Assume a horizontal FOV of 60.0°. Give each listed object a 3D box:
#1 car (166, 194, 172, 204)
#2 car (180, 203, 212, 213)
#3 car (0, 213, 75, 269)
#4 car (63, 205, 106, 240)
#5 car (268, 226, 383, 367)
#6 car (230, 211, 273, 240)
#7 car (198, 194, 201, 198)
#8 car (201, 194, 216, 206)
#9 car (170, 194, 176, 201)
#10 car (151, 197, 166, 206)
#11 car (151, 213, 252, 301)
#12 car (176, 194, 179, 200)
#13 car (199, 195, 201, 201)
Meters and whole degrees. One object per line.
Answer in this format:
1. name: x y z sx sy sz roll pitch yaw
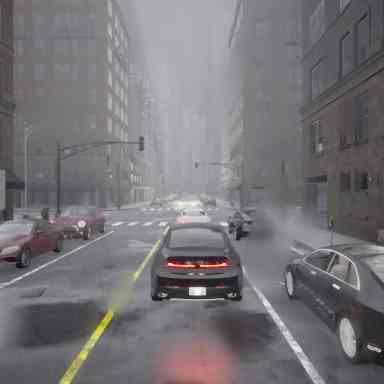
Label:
1. car: -5.617 1.606 64.550 2.008 1.369 4.403 0 0 0
2. car: 0.082 1.526 17.442 1.812 1.442 4.674 0 0 -1
3. car: -5.670 1.582 11.128 1.802 1.307 4.206 0 0 0
4. car: -5.670 1.441 16.630 1.967 1.590 4.097 0 0 0
5. car: 2.855 1.550 5.627 2.008 1.369 4.403 0 0 0
6. car: 2.855 1.566 16.630 1.947 1.339 4.313 0 0 0
7. car: 2.927 1.523 75.356 1.967 1.590 4.097 0 0 0
8. car: 2.888 1.475 53.720 1.967 1.590 4.097 0 0 0
9. car: -5.588 1.625 80.605 1.752 1.417 4.829 0 0 0
10. car: -5.636 1.617 53.733 1.802 1.307 4.206 0 0 0
11. car: 0.098 1.505 8.294 1.837 1.490 4.892 0 0 0
12. car: -5.570 1.456 91.593 2.192 1.841 5.009 0 0 0
13. car: 2.908 1.606 64.538 2.008 1.369 4.403 0 0 0
